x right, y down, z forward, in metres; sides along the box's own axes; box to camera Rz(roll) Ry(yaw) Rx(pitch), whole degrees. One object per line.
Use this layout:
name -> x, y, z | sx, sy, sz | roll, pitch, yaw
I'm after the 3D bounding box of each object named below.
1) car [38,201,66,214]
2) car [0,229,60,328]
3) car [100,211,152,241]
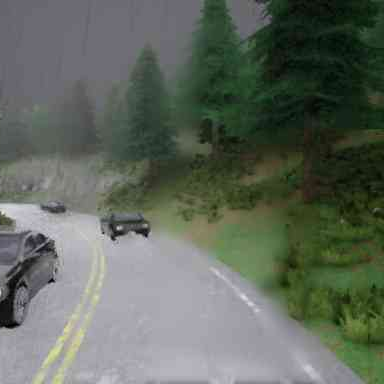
car -> -18.518, 1.864, 43.876 | 5.008, 1.535, 1.882 | 9, 9, 43
car -> -4.140, 1.606, 7.060 | 2.128, 1.511, 4.902 | -2, 0, -11
car -> -3.662, 1.674, 17.547 | 1.895, 1.301, 4.718 | -3, 1, -23
